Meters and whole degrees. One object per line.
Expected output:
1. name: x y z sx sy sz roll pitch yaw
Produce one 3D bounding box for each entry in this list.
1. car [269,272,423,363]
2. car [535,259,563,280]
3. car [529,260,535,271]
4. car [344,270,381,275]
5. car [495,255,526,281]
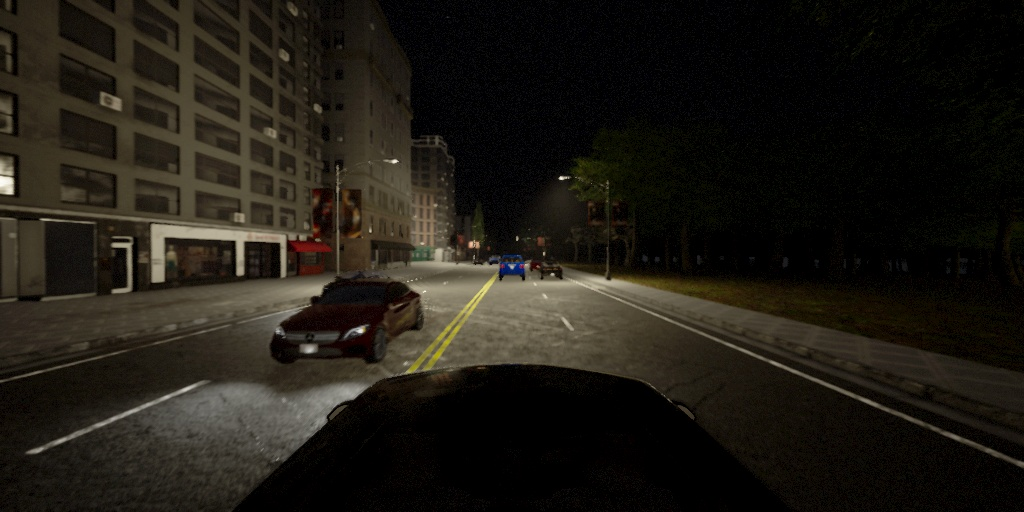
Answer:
1. car: -3.356 1.273 8.266 1.812 1.442 4.674 0 0 0
2. car: 3.259 1.238 31.158 1.837 1.490 4.892 0 0 0
3. car: 3.312 1.196 47.790 1.882 1.535 5.008 0 0 0
4. car: -6.591 1.307 15.849 1.994 1.385 4.181 0 0 0
5. car: 0.002 0.957 30.292 2.150 2.045 5.566 0 0 0
